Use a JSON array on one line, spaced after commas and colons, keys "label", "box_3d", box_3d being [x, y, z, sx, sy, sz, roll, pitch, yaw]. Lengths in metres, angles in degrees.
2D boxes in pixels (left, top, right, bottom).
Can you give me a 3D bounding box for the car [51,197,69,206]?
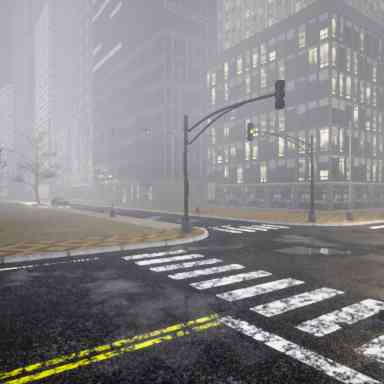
[{"label": "car", "box_3d": [-21.611, 1.553, 54.287, 2.033, 1.411, 5.357, 0, 0, -35]}]
